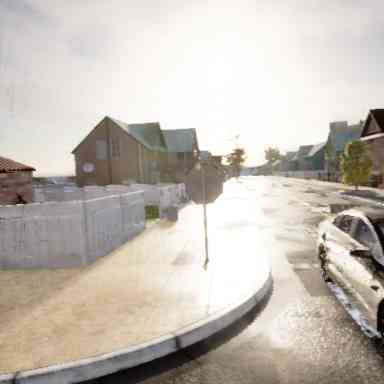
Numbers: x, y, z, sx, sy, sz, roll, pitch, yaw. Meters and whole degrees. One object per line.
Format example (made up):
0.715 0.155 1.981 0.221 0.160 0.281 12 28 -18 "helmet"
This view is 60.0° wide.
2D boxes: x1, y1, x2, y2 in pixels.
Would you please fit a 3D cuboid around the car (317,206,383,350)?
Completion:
3.144 1.012 4.734 2.128 1.511 4.902 -2 3 8 "car"
